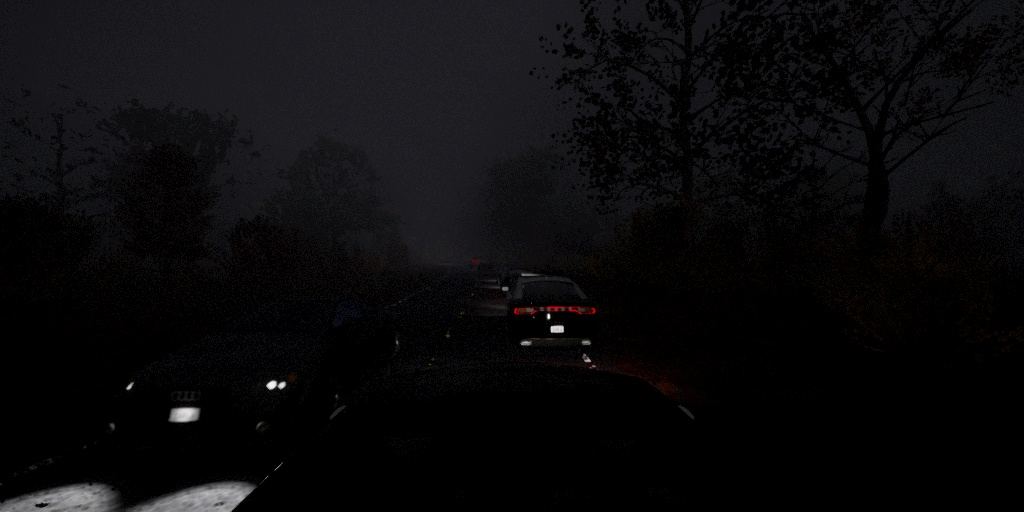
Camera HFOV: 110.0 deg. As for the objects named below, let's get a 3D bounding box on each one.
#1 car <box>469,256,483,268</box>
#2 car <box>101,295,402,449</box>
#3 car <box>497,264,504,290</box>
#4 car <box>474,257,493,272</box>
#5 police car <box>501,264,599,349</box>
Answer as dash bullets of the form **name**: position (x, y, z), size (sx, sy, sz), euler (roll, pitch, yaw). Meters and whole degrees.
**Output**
- **car**: position (-5.986, 0.966, 60.660), size (2.150, 2.045, 5.566), euler (0, 0, -12)
- **car**: position (-3.126, 1.314, 5.378), size (1.994, 1.385, 4.181), euler (0, 0, -1)
- **car**: position (0.315, 1.275, 19.295), size (1.812, 1.442, 4.674), euler (0, 0, -4)
- **car**: position (-3.575, 1.224, 47.102), size (1.882, 1.535, 5.008), euler (0, 0, -9)
- **police car**: position (0.775, 1.175, 9.337), size (1.930, 1.638, 5.238), euler (0, 0, -2)
